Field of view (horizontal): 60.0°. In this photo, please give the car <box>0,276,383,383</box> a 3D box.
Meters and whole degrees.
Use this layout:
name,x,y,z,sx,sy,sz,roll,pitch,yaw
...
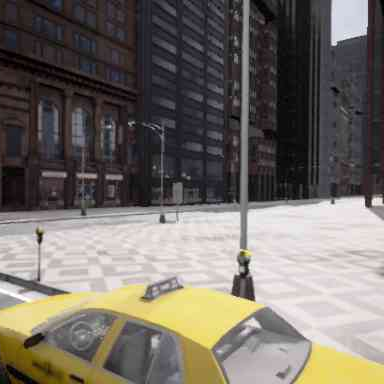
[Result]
name,x,y,z,sx,sy,sz,roll,pitch,yaw
car,-0.493,1.524,3.304,4.829,1.417,1.752,0,1,36
